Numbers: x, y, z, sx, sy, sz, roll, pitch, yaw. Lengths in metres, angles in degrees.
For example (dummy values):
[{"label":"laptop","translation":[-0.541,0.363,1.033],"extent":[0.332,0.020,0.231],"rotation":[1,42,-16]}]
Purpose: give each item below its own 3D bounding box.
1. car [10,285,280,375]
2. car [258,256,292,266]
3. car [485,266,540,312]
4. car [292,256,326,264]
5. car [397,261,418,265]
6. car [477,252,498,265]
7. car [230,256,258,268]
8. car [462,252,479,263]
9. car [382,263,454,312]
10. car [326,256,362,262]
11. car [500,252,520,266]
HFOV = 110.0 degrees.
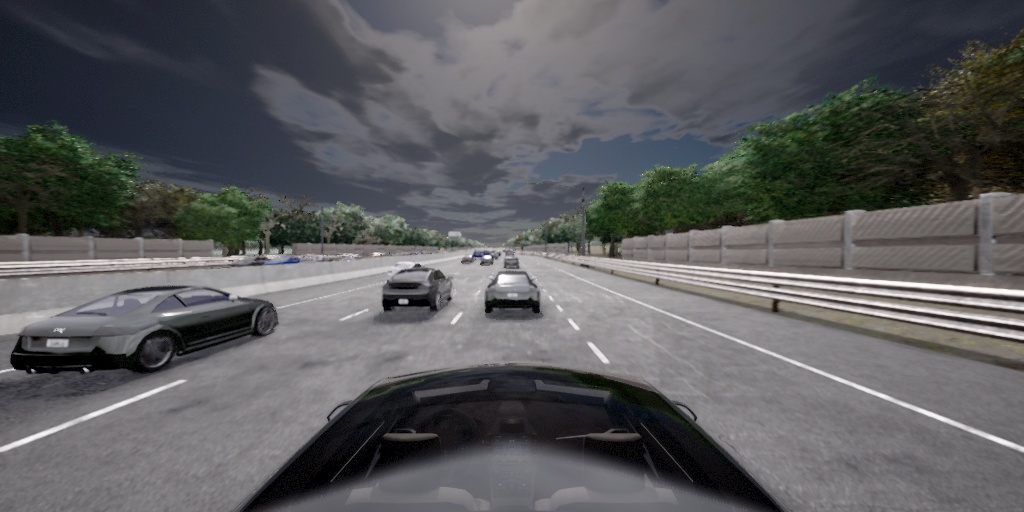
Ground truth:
[{"label":"car","translation":[-6.987,1.299,7.522],"extent":[1.994,1.385,4.181],"rotation":[0,0,0]},{"label":"car","translation":[-24.616,0.763,38.958],"extent":[1.882,1.535,5.008],"rotation":[0,1,0]},{"label":"car","translation":[0.018,1.254,13.929],"extent":[1.994,1.385,4.181],"rotation":[0,1,0]},{"label":"car","translation":[-21.120,0.775,39.024],"extent":[2.128,1.511,4.902],"rotation":[0,1,0]},{"label":"car","translation":[-6.991,1.083,24.321],"extent":[1.812,1.442,4.674],"rotation":[0,1,0]},{"label":"car","translation":[-3.629,0.562,53.081],"extent":[2.033,1.411,5.357],"rotation":[0,1,0]},{"label":"car","translation":[-28.114,0.791,38.949],"extent":[1.837,1.490,4.892],"rotation":[0,1,0]},{"label":"car","translation":[-7.182,0.440,59.471],"extent":[2.033,1.411,5.357],"rotation":[0,1,-1]},{"label":"car","translation":[-3.482,1.197,13.924],"extent":[1.837,1.490,4.892],"rotation":[0,1,0]},{"label":"car","translation":[-17.621,0.830,39.080],"extent":[2.033,1.411,5.357],"rotation":[0,1,0]},{"label":"car","translation":[-0.074,0.658,45.115],"extent":[2.128,1.511,4.902],"rotation":[0,1,0]}]
